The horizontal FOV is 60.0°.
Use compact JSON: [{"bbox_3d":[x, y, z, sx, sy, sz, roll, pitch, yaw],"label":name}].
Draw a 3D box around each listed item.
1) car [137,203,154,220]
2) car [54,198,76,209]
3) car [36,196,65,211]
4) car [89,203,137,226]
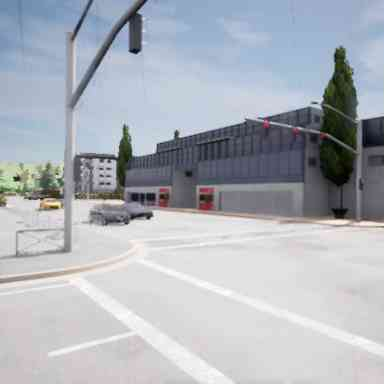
[{"bbox_3d":[-5.278,1.674,29.342,2.033,1.411,5.357,1,0,-34],"label":"car"},{"bbox_3d":[-19.445,1.683,50.626,2.033,1.411,5.357,1,0,-33],"label":"car"},{"bbox_3d":[-17.819,1.574,41.808,1.882,1.535,5.008,1,0,-34],"label":"car"},{"bbox_3d":[-6.065,1.595,24.273,1.837,1.490,4.892,1,0,-34],"label":"car"}]
